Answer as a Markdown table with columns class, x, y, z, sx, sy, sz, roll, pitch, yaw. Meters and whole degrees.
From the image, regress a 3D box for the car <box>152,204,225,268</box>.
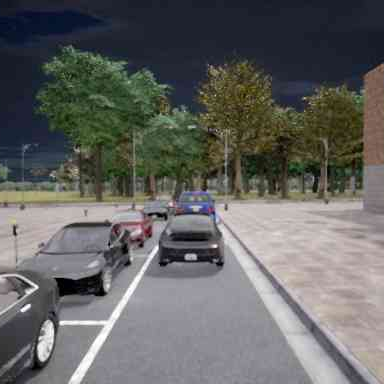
| class | x | y | z | sx | sy | sz | roll | pitch | yaw |
| --- | --- | --- | --- | --- | --- | --- | --- | --- | --- |
| car | 0.008 | 1.361 | 10.784 | 1.837 | 1.490 | 4.892 | 0 | 1 | 1 |

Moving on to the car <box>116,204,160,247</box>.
| class | x | y | z | sx | sy | sz | roll | pitch | yaw |
| --- | --- | --- | --- | --- | --- | --- | --- | --- | --- |
| car | -2.577 | 1.400 | 13.767 | 1.802 | 1.307 | 4.206 | -1 | 1 | 0 |

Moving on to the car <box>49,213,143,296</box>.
| class | x | y | z | sx | sy | sz | roll | pitch | yaw |
| --- | --- | --- | --- | --- | --- | --- | --- | --- | --- |
| car | -2.605 | 1.455 | 8.332 | 1.947 | 1.339 | 4.313 | -1 | 1 | 0 |

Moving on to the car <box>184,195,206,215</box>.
| class | x | y | z | sx | sy | sz | roll | pitch | yaw |
| --- | --- | --- | --- | --- | --- | --- | --- | --- | --- |
| car | 0.202 | 1.120 | 29.450 | 1.837 | 1.490 | 4.892 | 0 | 1 | -1 |

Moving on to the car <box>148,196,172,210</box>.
| class | x | y | z | sx | sy | sz | roll | pitch | yaw |
| --- | --- | --- | --- | --- | --- | --- | --- | --- | --- |
| car | -2.520 | 1.243 | 24.636 | 1.947 | 1.339 | 4.313 | -1 | 1 | 0 |

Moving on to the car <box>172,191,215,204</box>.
| class | x | y | z | sx | sy | sz | roll | pitch | yaw |
| --- | --- | --- | --- | --- | --- | --- | --- | --- | --- |
| car | 0.199 | 0.966 | 19.415 | 2.150 | 2.045 | 5.566 | 0 | 1 | 0 |

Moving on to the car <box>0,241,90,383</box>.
| class | x | y | z | sx | sy | sz | roll | pitch | yaw |
| --- | --- | --- | --- | --- | --- | --- | --- | --- | --- |
| car | -2.634 | 1.511 | 2.898 | 2.008 | 1.369 | 4.403 | -1 | 1 | 0 |
